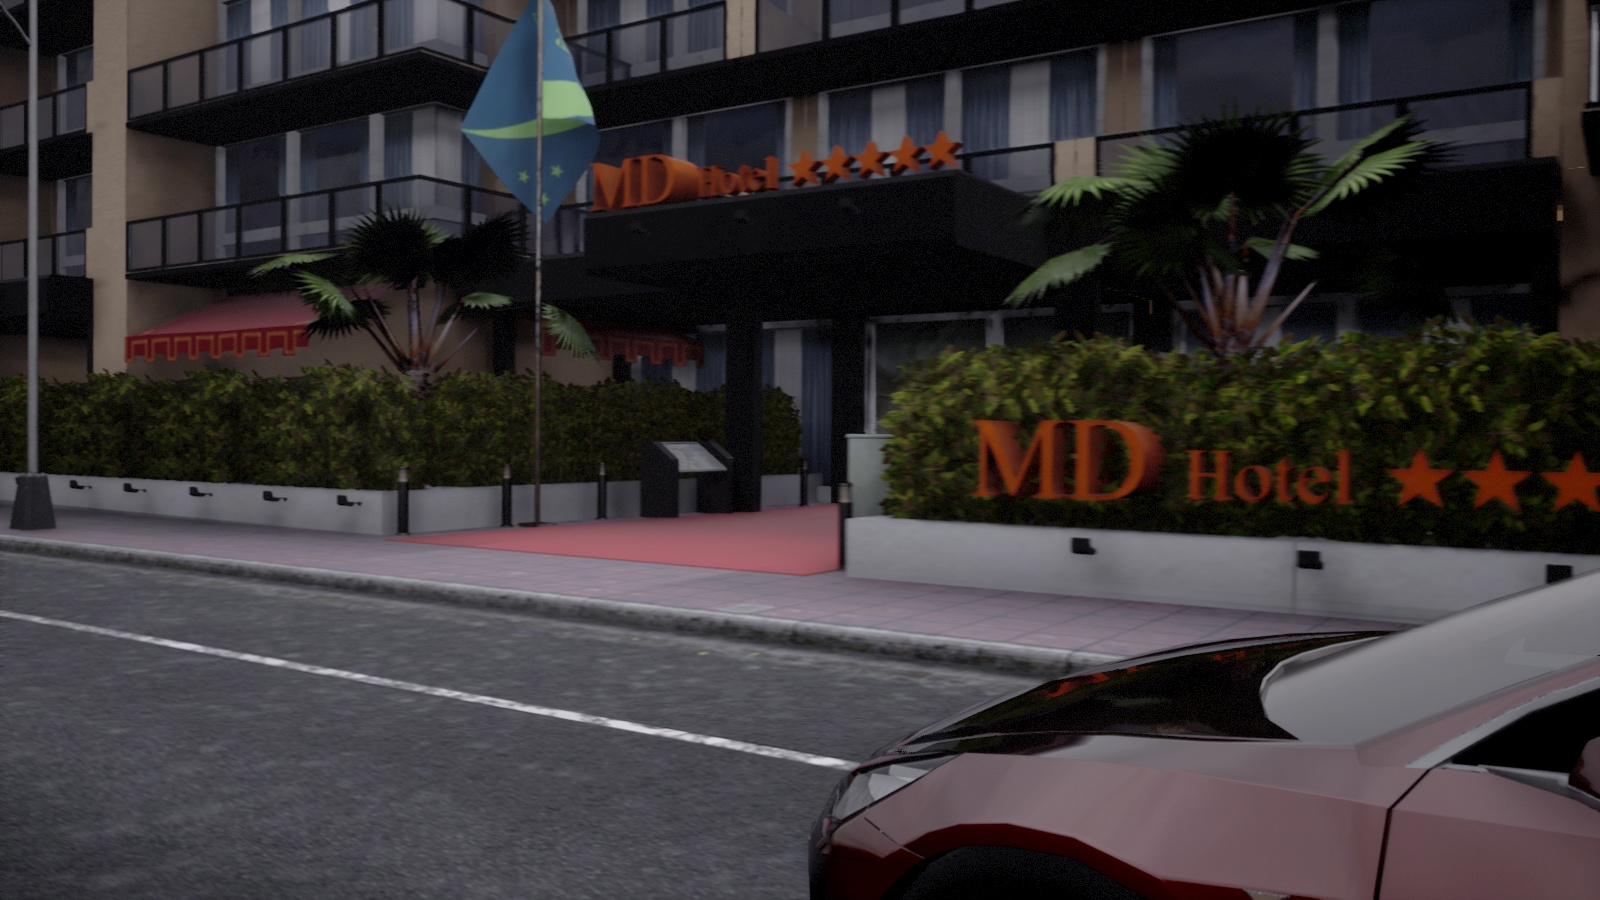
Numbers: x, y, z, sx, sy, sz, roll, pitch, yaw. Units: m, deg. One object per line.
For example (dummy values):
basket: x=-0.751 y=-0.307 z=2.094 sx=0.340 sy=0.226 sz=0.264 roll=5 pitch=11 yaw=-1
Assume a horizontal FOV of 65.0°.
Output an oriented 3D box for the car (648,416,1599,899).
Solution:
car: x=2.297 y=0.682 z=2.098 sx=4.792 sy=1.488 sz=2.163 roll=0 pitch=1 yaw=34
